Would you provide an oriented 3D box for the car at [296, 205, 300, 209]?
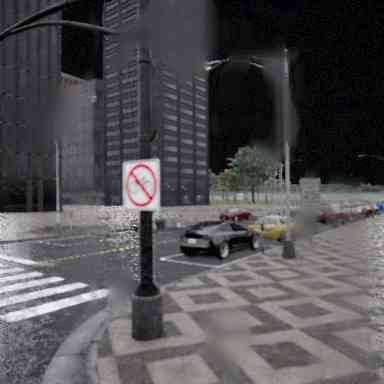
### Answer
[{"bbox_3d":[14.192,2.440,46.111,2.008,1.369,4.403,-2,-2,36],"label":"car"}]

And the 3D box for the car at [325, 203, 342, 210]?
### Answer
[{"bbox_3d":[27.441,2.777,64.389,1.887,1.381,4.507,-2,-2,36],"label":"car"}]

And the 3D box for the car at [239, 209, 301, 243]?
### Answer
[{"bbox_3d":[4.630,1.888,18.395,1.752,1.417,4.829,-2,-2,36],"label":"car"}]

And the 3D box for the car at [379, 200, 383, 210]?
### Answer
[{"bbox_3d":[37.651,2.527,63.961,2.192,1.841,5.009,-2,-2,36],"label":"car"}]

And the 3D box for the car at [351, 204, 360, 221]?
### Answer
[{"bbox_3d":[14.467,2.155,31.966,1.887,1.381,4.507,-2,-2,36],"label":"car"}]

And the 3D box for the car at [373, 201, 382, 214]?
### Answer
[{"bbox_3d":[24.402,2.313,45.678,1.967,1.590,4.097,-2,-2,36],"label":"car"}]

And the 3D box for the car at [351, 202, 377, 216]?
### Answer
[{"bbox_3d":[21.091,2.330,41.105,1.887,1.381,4.507,-2,-2,36],"label":"car"}]

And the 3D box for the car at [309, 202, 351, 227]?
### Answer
[{"bbox_3d":[11.152,1.840,27.403,2.192,1.841,5.009,-2,-2,36],"label":"car"}]

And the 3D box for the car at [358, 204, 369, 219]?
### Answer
[{"bbox_3d":[17.784,2.279,36.540,1.802,1.307,4.206,-2,-2,36],"label":"car"}]

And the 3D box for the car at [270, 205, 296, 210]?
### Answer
[{"bbox_3d":[10.880,2.352,41.542,2.008,1.369,4.403,-2,-2,36],"label":"car"}]

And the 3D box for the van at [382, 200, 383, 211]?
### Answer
[{"bbox_3d":[27.714,2.300,50.250,1.690,1.788,3.998,-2,-2,36],"label":"van"}]

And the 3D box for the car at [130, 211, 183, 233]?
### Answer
[{"bbox_3d":[-2.367,2.014,23.264,2.008,1.369,4.403,-2,-2,36],"label":"car"}]

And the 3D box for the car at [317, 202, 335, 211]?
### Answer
[{"bbox_3d":[24.127,2.588,59.823,1.967,1.590,4.097,-2,-2,36],"label":"car"}]

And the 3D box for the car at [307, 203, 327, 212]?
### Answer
[{"bbox_3d":[20.817,2.613,55.250,2.008,1.369,4.403,-2,-2,36],"label":"car"}]

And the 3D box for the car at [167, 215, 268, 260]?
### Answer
[{"bbox_3d":[1.220,1.846,13.687,1.947,1.339,4.313,-2,-2,36],"label":"car"}]

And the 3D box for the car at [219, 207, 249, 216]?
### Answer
[{"bbox_3d":[4.257,2.173,32.403,1.887,1.381,4.507,-2,-2,36],"label":"car"}]

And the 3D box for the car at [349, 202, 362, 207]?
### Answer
[{"bbox_3d":[40.690,3.111,82.667,2.008,1.369,4.403,-2,-2,36],"label":"car"}]

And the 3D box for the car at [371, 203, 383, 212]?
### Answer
[{"bbox_3d":[31.029,2.595,54.814,2.008,1.369,4.403,-2,-2,36],"label":"car"}]
